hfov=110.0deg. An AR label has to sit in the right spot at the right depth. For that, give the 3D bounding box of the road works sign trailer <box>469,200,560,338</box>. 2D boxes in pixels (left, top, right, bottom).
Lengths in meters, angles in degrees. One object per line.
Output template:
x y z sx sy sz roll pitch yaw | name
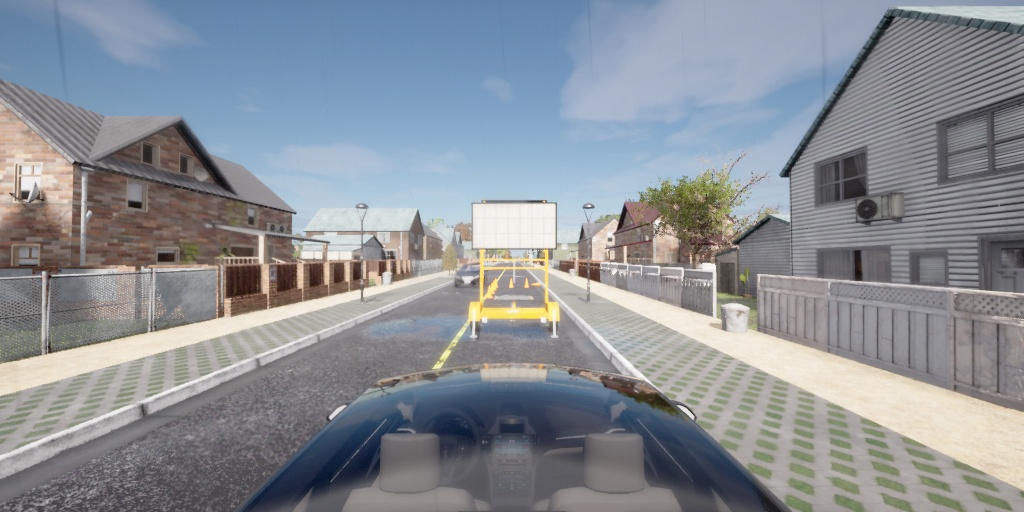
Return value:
0.065 0.220 10.226 2.380 3.560 2.880 0 0 1 | road works sign trailer

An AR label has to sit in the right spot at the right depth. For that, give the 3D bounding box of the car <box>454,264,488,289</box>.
-2.623 1.268 23.719 2.128 1.511 4.902 0 0 0 | car
